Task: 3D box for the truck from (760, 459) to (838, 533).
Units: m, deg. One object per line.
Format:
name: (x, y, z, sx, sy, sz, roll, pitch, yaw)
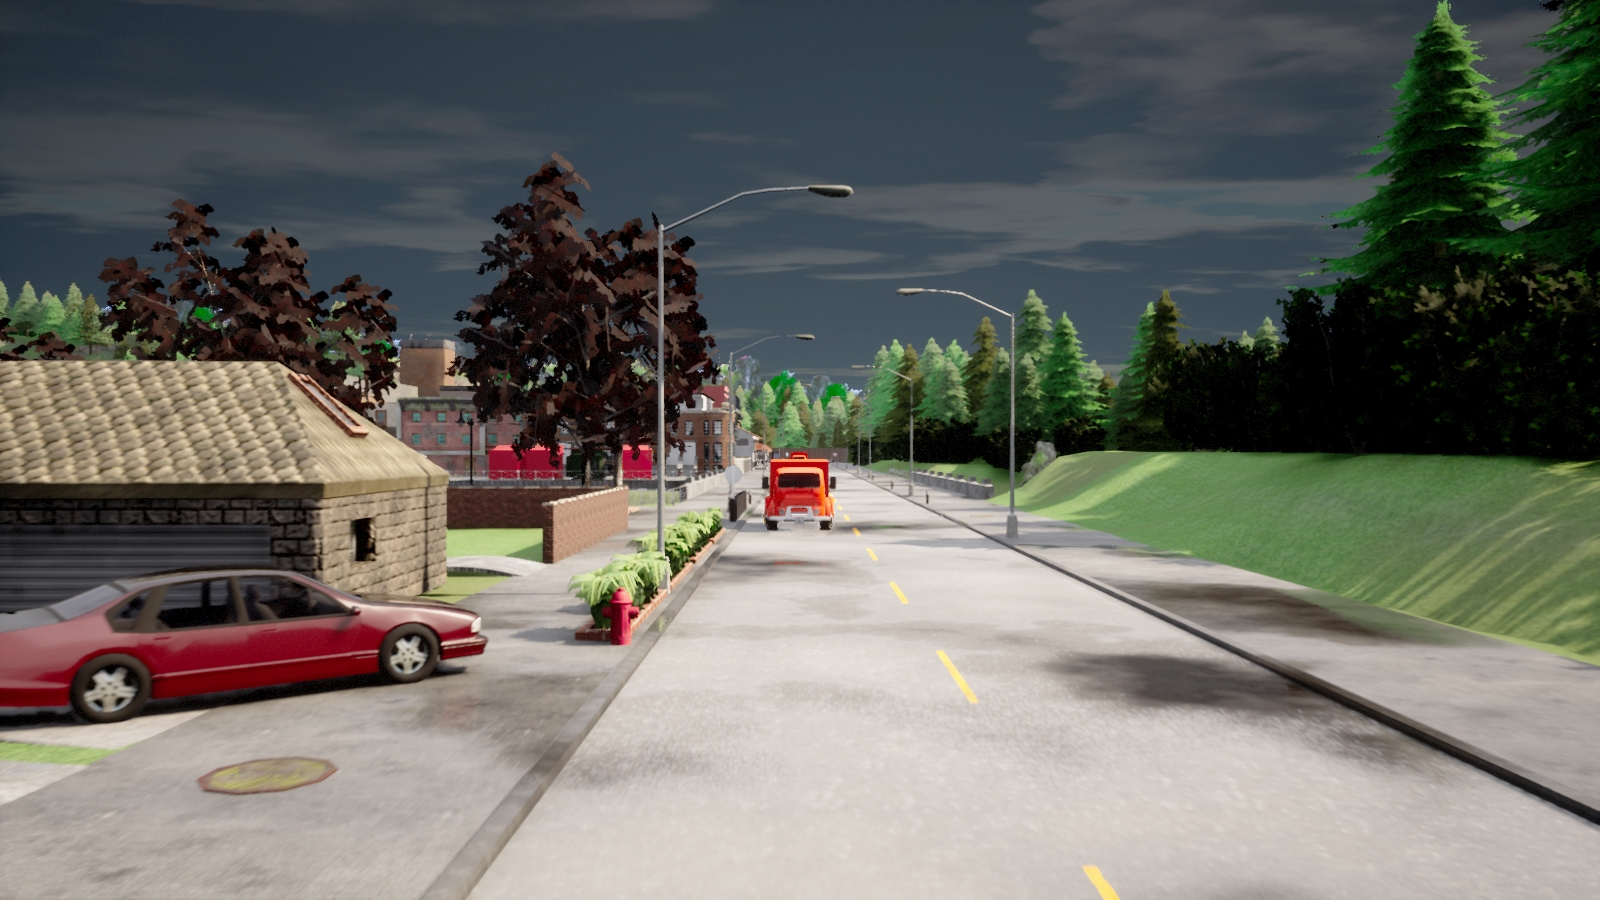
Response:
truck: (-0.031, 1.580, 40.829, 2.627, 2.467, 5.204, 0, -1, 0)
